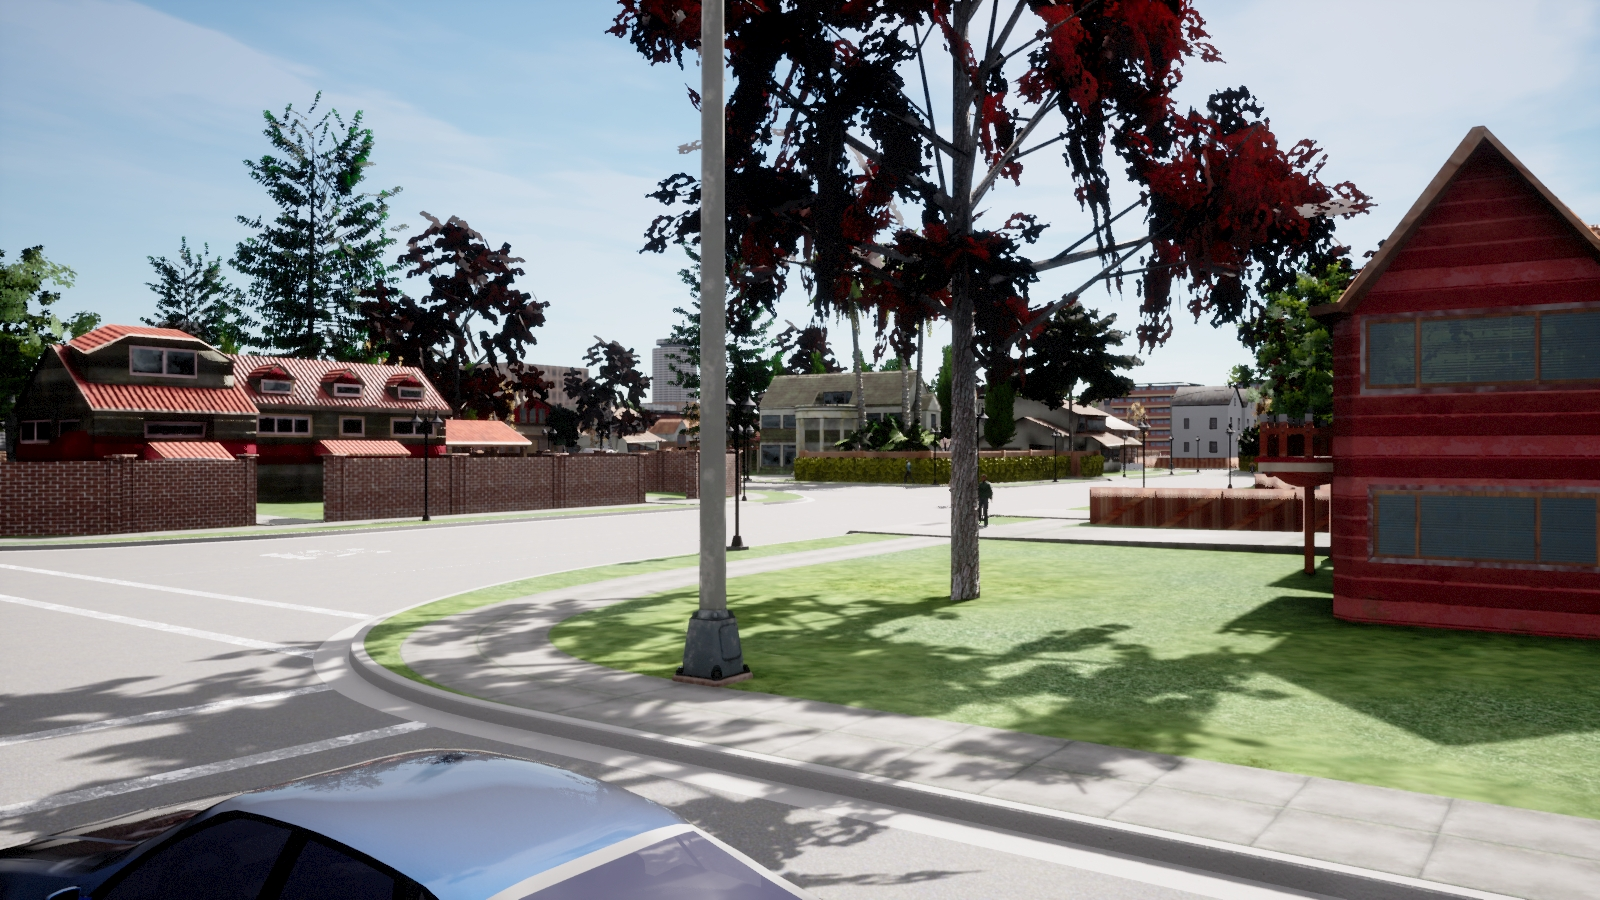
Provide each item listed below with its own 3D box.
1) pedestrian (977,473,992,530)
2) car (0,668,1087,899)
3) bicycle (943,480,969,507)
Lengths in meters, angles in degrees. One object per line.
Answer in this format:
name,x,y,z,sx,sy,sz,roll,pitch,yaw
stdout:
pedestrian,6.132,1.704,38.017,0.375,1.860,0.375,0,0,35
car,-1.713,2.106,4.943,5.357,1.411,2.033,0,0,36
bicycle,7.692,2.145,56.393,0.859,1.301,1.487,0,0,25
